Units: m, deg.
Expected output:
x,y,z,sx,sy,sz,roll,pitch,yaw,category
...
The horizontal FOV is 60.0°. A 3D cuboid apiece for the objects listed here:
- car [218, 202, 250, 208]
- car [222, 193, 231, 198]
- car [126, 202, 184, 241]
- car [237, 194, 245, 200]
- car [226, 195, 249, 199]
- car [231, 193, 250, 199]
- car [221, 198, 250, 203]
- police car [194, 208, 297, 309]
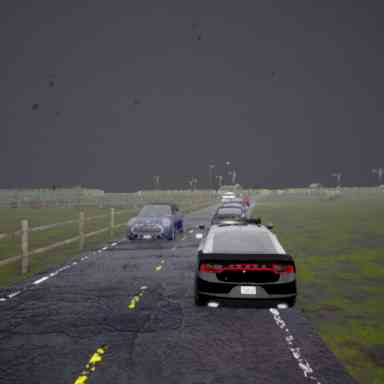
x,y,z,sx,sy,sz,roll,pitch,yaw,category
2.050,1.494,17.784,1.837,1.490,4.892,0,0,8,car
6.579,1.160,59.421,2.150,2.045,5.566,0,0,12,car
-1.683,1.343,16.583,2.097,1.767,4.553,0,0,7,car
14.014,1.406,94.615,1.812,1.442,4.674,0,0,12,car
5.658,1.438,41.184,1.882,1.535,5.008,0,0,12,car
7.755,1.168,51.290,2.150,2.045,5.566,0,0,12,car
2.947,1.460,23.625,1.882,1.535,5.008,0,0,10,car
1.098,1.423,8.093,1.930,1.638,5.238,0,0,4,police car
